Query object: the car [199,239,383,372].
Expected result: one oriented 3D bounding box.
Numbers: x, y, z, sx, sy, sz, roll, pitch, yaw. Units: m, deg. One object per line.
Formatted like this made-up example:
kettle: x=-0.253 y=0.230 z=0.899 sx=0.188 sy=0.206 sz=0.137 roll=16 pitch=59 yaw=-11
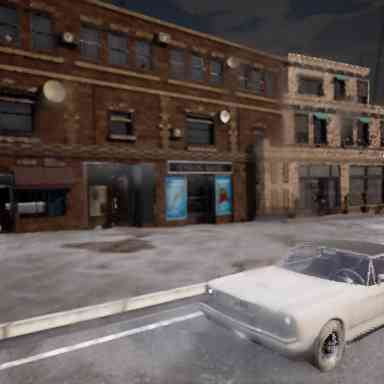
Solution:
car: x=2.448 y=1.578 z=5.736 sx=4.718 sy=1.301 sz=1.895 roll=-1 pitch=0 yaw=-35
